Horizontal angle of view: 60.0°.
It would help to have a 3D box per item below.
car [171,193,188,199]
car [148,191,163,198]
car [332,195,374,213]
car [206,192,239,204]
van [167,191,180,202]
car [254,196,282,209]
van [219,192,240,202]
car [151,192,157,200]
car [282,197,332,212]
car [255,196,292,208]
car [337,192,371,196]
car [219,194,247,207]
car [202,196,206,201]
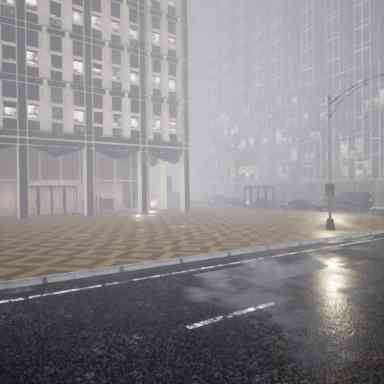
[{"bbox_3d":[-2.864,0.934,73.976,1.802,1.307,4.206,0,1,-34],"label":"car"},{"bbox_3d":[-9.255,0.684,83.374,1.967,1.590,4.097,0,1,-34],"label":"car"},{"bbox_3d":[16.412,1.404,35.309,1.994,1.385,4.181,-1,1,-34],"label":"car"},{"bbox_3d":[4.850,1.158,52.339,1.837,1.490,4.892,-1,1,-34],"label":"car"},{"bbox_3d":[-3.403,0.935,59.862,1.690,1.788,3.998,0,1,-34],"label":"van"},{"bbox_3d":[9.285,1.386,41.003,1.802,1.307,4.206,-1,1,-34],"label":"car"},{"bbox_3d":[6.722,0.853,59.872,1.690,1.788,3.998,-1,1,-34],"label":"van"},{"bbox_3d":[-9.795,1.038,69.265,2.008,1.369,4.403,0,1,-34],"label":"car"},{"bbox_3d":[12.466,1.422,36.291,1.947,1.339,4.313,-1,1,-34],"label":"car"},{"bbox_3d":[10.675,1.273,43.745,1.812,1.442,4.674,-1,1,-34],"label":"car"},{"bbox_3d":[18.037,0.995,38.601,2.150,2.045,5.566,-1,1,-34],"label":"car"},{"bbox_3d":[6.138,1.318,45.736,1.947,1.339,4.313,-1,1,-34],"label":"car"},{"bbox_3d":[3.527,1.041,64.575,1.802,1.307,4.206,-1,1,-34],"label":"car"}]
